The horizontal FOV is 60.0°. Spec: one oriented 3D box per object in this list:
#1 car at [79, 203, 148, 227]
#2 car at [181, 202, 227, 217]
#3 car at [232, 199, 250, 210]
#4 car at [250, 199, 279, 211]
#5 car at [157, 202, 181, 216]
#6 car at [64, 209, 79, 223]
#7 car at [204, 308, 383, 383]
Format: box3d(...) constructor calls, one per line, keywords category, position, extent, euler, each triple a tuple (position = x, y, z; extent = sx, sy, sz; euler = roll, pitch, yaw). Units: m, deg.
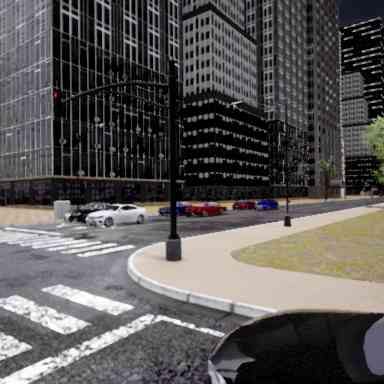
box3d(category="car", position=(-5.089, 1.566, 23.119), extent=(1.812, 1.442, 4.674), euler=(-1, -1, 37))
box3d(category="car", position=(1.369, 1.654, 31.679), extent=(1.895, 1.301, 4.718), euler=(-1, -1, 37))
box3d(category="car", position=(7.017, 1.678, 44.536), extent=(1.994, 1.385, 4.181), euler=(-1, -1, 37))
box3d(category="car", position=(9.626, 1.595, 42.599), extent=(1.812, 1.442, 4.674), euler=(-1, 0, 37))
box3d(category="car", position=(-1.315, 1.700, 33.520), extent=(1.895, 1.301, 4.718), euler=(-1, -1, 37))
box3d(category="car", position=(-7.361, 1.578, 25.503), extent=(2.128, 1.511, 4.902), euler=(-1, -1, 37))
box3d(category="car", position=(2.312, 1.492, 2.036), extent=(4.902, 1.511, 2.128), euler=(0, 0, 35))
